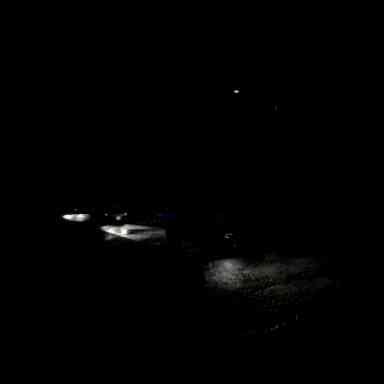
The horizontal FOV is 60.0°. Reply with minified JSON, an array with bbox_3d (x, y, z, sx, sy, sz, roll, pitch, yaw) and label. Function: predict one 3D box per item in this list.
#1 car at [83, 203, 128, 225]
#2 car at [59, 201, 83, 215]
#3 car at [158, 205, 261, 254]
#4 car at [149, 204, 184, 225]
[{"bbox_3d":[-6.468,1.597,25.487,2.128,1.511,4.902,-1,0,-32],"label":"car"},{"bbox_3d":[-13.183,1.718,36.338,1.994,1.385,4.181,-1,0,-33],"label":"car"},{"bbox_3d":[0.730,1.528,14.172,1.882,1.535,5.008,-1,0,-35],"label":"car"},{"bbox_3d":[-1.253,1.529,22.240,1.882,1.535,5.008,-1,0,-30],"label":"car"}]
